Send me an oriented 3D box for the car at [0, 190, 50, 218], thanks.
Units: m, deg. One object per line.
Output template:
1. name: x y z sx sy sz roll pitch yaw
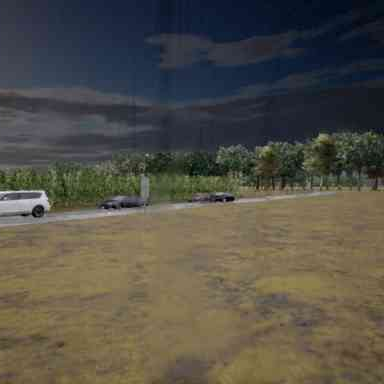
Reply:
1. car: -13.248 0.932 24.309 2.150 2.045 5.566 0 1 35

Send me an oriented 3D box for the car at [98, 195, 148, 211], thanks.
1. car: -6.798 1.048 33.458 2.033 1.411 5.357 0 1 35

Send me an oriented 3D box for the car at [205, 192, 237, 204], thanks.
1. car: 4.149 0.707 43.863 1.882 1.535 5.008 0 1 35

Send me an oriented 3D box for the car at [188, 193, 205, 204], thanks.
1. car: 1.224 0.806 44.804 1.994 1.385 4.181 0 1 35
